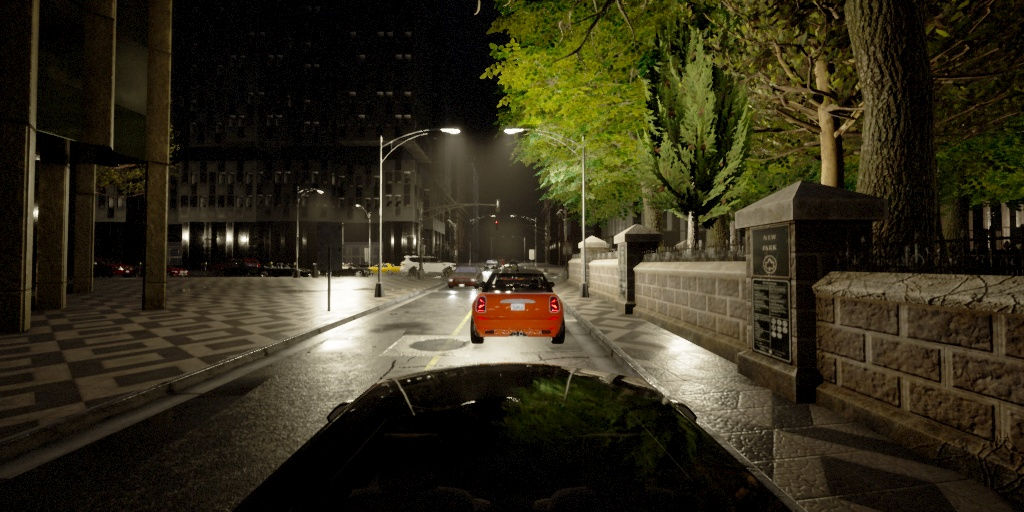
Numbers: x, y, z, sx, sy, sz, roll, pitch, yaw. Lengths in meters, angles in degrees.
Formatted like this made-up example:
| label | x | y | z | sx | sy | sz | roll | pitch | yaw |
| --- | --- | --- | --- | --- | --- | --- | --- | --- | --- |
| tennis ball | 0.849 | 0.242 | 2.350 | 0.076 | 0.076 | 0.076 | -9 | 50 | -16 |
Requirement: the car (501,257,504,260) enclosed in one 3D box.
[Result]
| label | x | y | z | sx | sy | sz | roll | pitch | yaw |
| --- | --- | --- | --- | --- | --- | --- | --- | --- | --- |
| car | -2.801 | 1.372 | 62.621 | 1.837 | 1.490 | 4.892 | 0 | 1 | 1 |

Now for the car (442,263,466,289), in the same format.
| label | x | y | z | sx | sy | sz | roll | pitch | yaw |
| --- | --- | --- | --- | --- | --- | --- | --- | --- | --- |
| car | -2.907 | 1.319 | 23.469 | 2.033 | 1.411 | 5.357 | 0 | 0 | 0 |

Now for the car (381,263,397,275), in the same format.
| label | x | y | z | sx | sy | sz | roll | pitch | yaw |
| --- | --- | --- | --- | --- | --- | --- | --- | --- | --- |
| car | -14.602 | 1.426 | 40.059 | 4.829 | 1.417 | 1.751 | 0 | 0 | 1 |

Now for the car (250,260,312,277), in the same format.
| label | x | y | z | sx | sy | sz | roll | pitch | yaw |
| --- | --- | --- | --- | --- | --- | --- | --- | --- | --- |
| car | -20.021 | 1.290 | 31.590 | 4.313 | 1.339 | 1.948 | 0 | 0 | 1 |

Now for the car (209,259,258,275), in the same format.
| label | x | y | z | sx | sy | sz | roll | pitch | yaw |
| --- | --- | --- | --- | --- | --- | --- | --- | --- | --- |
| car | -30.969 | 1.238 | 40.223 | 5.009 | 1.841 | 2.192 | 0 | 0 | 1 |

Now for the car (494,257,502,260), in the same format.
| label | x | y | z | sx | sy | sz | roll | pitch | yaw |
| --- | --- | --- | --- | --- | --- | --- | --- | --- | --- |
| car | -2.877 | 1.326 | 50.823 | 2.128 | 1.511 | 4.902 | 0 | 0 | 0 |

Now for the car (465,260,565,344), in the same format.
| label | x | y | z | sx | sy | sz | roll | pitch | yaw |
| --- | --- | --- | --- | --- | --- | --- | --- | --- | --- |
| car | 0.129 | 1.107 | 9.759 | 2.097 | 1.767 | 4.553 | 0 | 0 | 0 |

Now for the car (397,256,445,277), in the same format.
| label | x | y | z | sx | sy | sz | roll | pitch | yaw |
| --- | --- | --- | --- | --- | --- | --- | --- | --- | --- |
| car | -8.115 | 1.022 | 35.310 | 5.566 | 2.045 | 2.150 | 1 | -1 | -16 |

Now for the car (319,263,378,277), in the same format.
| label | x | y | z | sx | sy | sz | roll | pitch | yaw |
| --- | --- | --- | --- | --- | --- | --- | --- | --- | --- |
| car | -14.508 | 1.268 | 31.535 | 4.403 | 1.370 | 2.007 | 0 | 0 | 1 |

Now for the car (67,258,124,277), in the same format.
| label | x | y | z | sx | sy | sz | roll | pitch | yaw |
| --- | --- | --- | --- | --- | --- | --- | --- | --- | --- |
| car | -36.560 | 1.062 | 31.755 | 5.009 | 1.841 | 2.192 | 0 | 0 | 1 |

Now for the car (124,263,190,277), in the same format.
| label | x | y | z | sx | sy | sz | roll | pitch | yaw |
| --- | --- | --- | --- | --- | --- | --- | --- | --- | --- |
| car | -31.047 | 1.321 | 31.700 | 4.207 | 1.307 | 1.802 | 0 | 0 | 1 |

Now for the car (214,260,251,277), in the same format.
| label | x | y | z | sx | sy | sz | roll | pitch | yaw |
| --- | --- | --- | --- | --- | --- | --- | --- | --- | --- |
| car | -25.391 | 1.353 | 34.321 | 4.181 | 1.385 | 1.994 | 0 | -1 | 1 |
